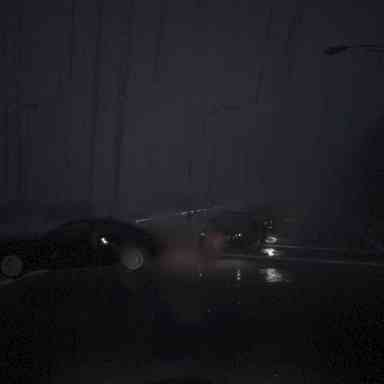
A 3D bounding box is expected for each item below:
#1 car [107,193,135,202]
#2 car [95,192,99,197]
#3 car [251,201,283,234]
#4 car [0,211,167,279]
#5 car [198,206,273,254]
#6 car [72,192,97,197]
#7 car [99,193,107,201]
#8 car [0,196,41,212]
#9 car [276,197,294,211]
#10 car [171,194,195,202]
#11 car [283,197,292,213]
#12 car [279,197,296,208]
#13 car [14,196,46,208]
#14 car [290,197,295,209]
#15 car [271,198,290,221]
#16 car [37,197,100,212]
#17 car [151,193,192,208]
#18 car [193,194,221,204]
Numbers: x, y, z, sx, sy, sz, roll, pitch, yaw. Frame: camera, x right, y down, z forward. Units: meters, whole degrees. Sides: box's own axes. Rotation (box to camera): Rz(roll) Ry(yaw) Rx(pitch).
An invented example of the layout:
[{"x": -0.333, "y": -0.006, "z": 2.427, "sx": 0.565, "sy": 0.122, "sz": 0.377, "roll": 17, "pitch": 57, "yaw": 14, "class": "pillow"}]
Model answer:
[{"x": -13.608, "y": 1.047, "z": 65.308, "sx": 4.605, "sy": 1.855, "sz": 1.932, "roll": 0, "pitch": 0, "yaw": 19, "class": "car"}, {"x": -21.647, "y": 1.299, "z": 68.006, "sx": 3.806, "sy": 1.475, "sz": 1.970, "roll": 0, "pitch": 0, "yaw": 19, "class": "car"}, {"x": 4.024, "y": 1.490, "z": 19.248, "sx": 1.837, "sy": 1.490, "sz": 4.892, "roll": 0, "pitch": 0, "yaw": 19, "class": "car"}, {"x": -3.255, "y": 1.475, "z": 9.836, "sx": 5.008, "sy": 1.535, "sz": 1.882, "roll": 0, "pitch": 0, "yaw": -15, "class": "car"}, {"x": 1.862, "y": 1.514, "z": 13.846, "sx": 1.812, "sy": 1.442, "sz": 4.674, "roll": 0, "pitch": 0, "yaw": 25, "class": "car"}, {"x": -18.298, "y": 1.250, "z": 53.746, "sx": 4.514, "sy": 1.523, "sz": 2.007, "roll": 0, "pitch": 0, "yaw": 19, "class": "car"}, {"x": -19.997, "y": 1.015, "z": 70.956, "sx": 3.866, "sy": 1.878, "sz": 1.905, "roll": 0, "pitch": 0, "yaw": 19, "class": "car"}, {"x": -15.021, "y": 1.356, "z": 29.404, "sx": 3.806, "sy": 1.475, "sz": 1.970, "roll": 0, "pitch": 0, "yaw": 19, "class": "car"}, {"x": 11.790, "y": 1.484, "z": 42.030, "sx": 1.837, "sy": 1.490, "sz": 4.892, "roll": 0, "pitch": 0, "yaw": 19, "class": "car"}, {"x": -1.894, "y": 1.259, "z": 68.651, "sx": 4.514, "sy": 1.523, "sz": 2.007, "roll": 0, "pitch": 0, "yaw": 19, "class": "car"}, {"x": 7.845, "y": 1.487, "z": 30.447, "sx": 1.837, "sy": 1.490, "sz": 4.892, "roll": 0, "pitch": 0, "yaw": 19, "class": "car"}, {"x": 13.687, "y": 1.470, "z": 47.601, "sx": 2.128, "sy": 1.511, "sz": 4.902, "roll": 0, "pitch": 0, "yaw": 19, "class": "car"}, {"x": -21.560, "y": 1.274, "z": 44.300, "sx": 3.633, "sy": 1.501, "sz": 1.845, "roll": 0, "pitch": 0, "yaw": 19, "class": "car"}, {"x": 9.902, "y": 1.545, "z": 36.480, "sx": 1.994, "sy": 1.385, "sz": 4.181, "roll": 0, "pitch": 0, "yaw": 19, "class": "car"}, {"x": 5.951, "y": 1.475, "z": 24.889, "sx": 2.128, "sy": 1.511, "sz": 4.902, "roll": 0, "pitch": 0, "yaw": 19, "class": "car"}, {"x": -8.957, "y": 1.356, "z": 24.191, "sx": 3.633, "sy": 1.501, "sz": 1.845, "roll": 0, "pitch": 0, "yaw": 19, "class": "car"}, {"x": -2.836, "y": 1.075, "z": 41.738, "sx": 4.605, "sy": 1.855, "sz": 1.932, "roll": 0, "pitch": 0, "yaw": 19, "class": "car"}, {"x": 1.835, "y": 1.127, "z": 56.732, "sx": 5.027, "sy": 1.636, "sz": 2.152, "roll": 0, "pitch": 0, "yaw": 19, "class": "car"}]
